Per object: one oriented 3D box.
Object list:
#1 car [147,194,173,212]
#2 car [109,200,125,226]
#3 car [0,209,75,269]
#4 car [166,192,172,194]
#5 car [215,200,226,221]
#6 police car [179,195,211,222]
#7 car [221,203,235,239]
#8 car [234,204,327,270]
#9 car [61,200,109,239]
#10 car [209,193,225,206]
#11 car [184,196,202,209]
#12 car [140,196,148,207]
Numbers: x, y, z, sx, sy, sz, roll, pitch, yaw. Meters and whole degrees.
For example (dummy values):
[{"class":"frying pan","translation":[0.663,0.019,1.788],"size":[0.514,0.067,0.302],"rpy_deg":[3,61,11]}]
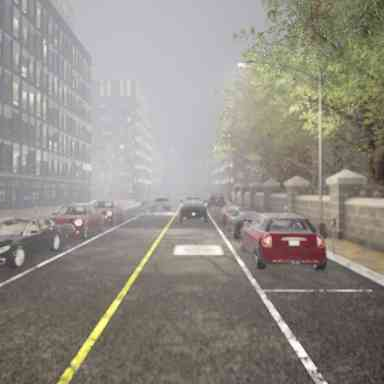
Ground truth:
[{"class":"car","translation":[-3.080,1.254,33.899],"size":[1.812,1.442,4.674],"rpy_deg":[0,0,0]},{"class":"car","translation":[-5.676,1.271,21.703],"size":[1.967,1.590,4.097],"rpy_deg":[1,0,0]},{"class":"car","translation":[-5.680,1.468,10.755],"size":[2.008,1.369,4.403],"rpy_deg":[1,0,0]},{"class":"car","translation":[-5.665,0.734,81.542],"size":[1.967,1.590,4.097],"rpy_deg":[1,1,0]},{"class":"car","translation":[2.703,1.412,21.680],"size":[1.802,1.307,4.206],"rpy_deg":[1,0,0]},{"class":"police car","translation":[0.106,1.235,24.209],"size":[1.930,1.638,5.238],"rpy_deg":[0,0,0]},{"class":"car","translation":[2.702,1.440,16.203],"size":[1.947,1.339,4.313],"rpy_deg":[1,0,0]},{"class":"car","translation":[2.702,1.358,10.722],"size":[1.967,1.590,4.097],"rpy_deg":[1,0,0]},{"class":"car","translation":[-5.677,1.315,16.229],"size":[1.967,1.590,4.097],"rpy_deg":[1,0,0]},{"class":"car","translation":[2.709,1.007,38.114],"size":[2.192,1.841,5.009],"rpy_deg":[1,0,0]},{"class":"car","translation":[0.107,1.216,40.932],"size":[2.033,1.411,5.357],"rpy_deg":[0,1,0]},{"class":"car","translation":[-5.673,1.196,43.600],"size":[2.008,1.369,4.403],"rpy_deg":[1,0,0]}]
